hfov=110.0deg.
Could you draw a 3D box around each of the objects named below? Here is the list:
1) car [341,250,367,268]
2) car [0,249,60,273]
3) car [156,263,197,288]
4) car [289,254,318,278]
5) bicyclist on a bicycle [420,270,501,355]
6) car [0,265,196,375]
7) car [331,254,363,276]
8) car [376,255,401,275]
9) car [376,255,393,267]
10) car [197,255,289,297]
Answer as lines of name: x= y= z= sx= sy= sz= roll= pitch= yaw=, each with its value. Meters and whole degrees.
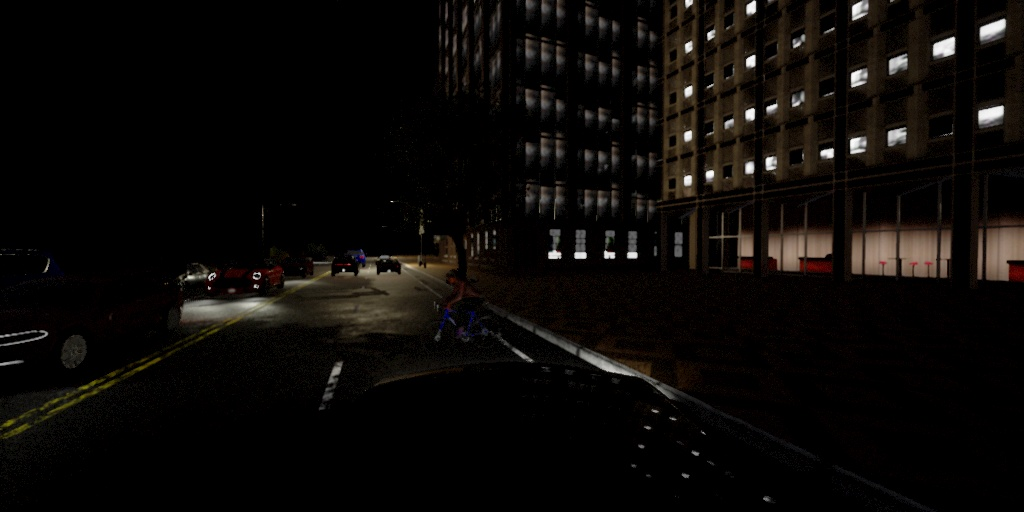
car: x=-18.375 y=0.269 z=42.119 sx=2.150 sy=2.045 sz=5.566 roll=0 pitch=1 yaw=-21
car: x=-12.226 y=0.863 z=7.269 sx=2.150 sy=2.045 sz=5.566 roll=0 pitch=1 yaw=-21
car: x=-15.910 y=1.022 z=16.973 sx=2.033 sy=1.411 sz=5.357 roll=0 pitch=1 yaw=-21
car: x=-16.080 y=0.790 z=26.661 sx=1.882 sy=1.535 sz=5.008 roll=0 pitch=1 yaw=-20
bicyclist on a bicycle: x=-0.995 y=1.097 z=7.076 sx=1.656 sy=1.620 sz=0.582 roll=-2 pitch=2 yaw=-21
car: x=-8.686 y=1.127 z=7.113 sx=1.882 sy=1.535 sz=5.008 roll=0 pitch=1 yaw=-21
car: x=-13.392 y=0.780 z=29.010 sx=1.837 sy=1.490 sz=4.892 roll=0 pitch=1 yaw=-20
car: x=-10.507 y=0.857 z=30.478 sx=1.895 sy=1.301 sz=4.718 roll=0 pitch=1 yaw=-20
car: x=-16.279 y=0.553 z=45.787 sx=1.994 sy=1.385 sz=4.181 roll=0 pitch=1 yaw=-20
car: x=-12.443 y=0.831 z=16.999 sx=2.097 sy=1.767 sz=4.553 roll=0 pitch=1 yaw=-21
